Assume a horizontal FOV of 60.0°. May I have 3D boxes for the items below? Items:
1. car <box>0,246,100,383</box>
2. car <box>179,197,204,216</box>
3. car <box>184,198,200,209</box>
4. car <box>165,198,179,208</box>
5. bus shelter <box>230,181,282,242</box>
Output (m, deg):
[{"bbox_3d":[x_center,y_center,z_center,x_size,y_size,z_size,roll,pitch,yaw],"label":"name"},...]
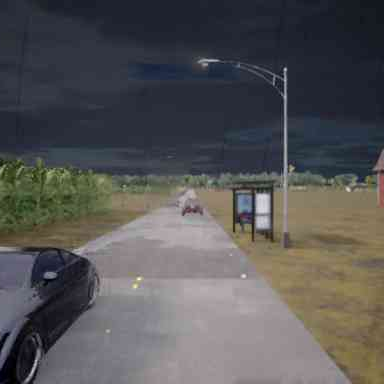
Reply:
[{"bbox_3d":[-2.850,1.568,5.061,1.994,1.385,4.181,0,0,0],"label":"car"},{"bbox_3d":[0.063,1.393,33.493,2.097,1.767,4.553,0,0,0],"label":"car"},{"bbox_3d":[0.045,1.565,46.602,2.128,1.511,4.902,0,0,1],"label":"car"},{"bbox_3d":[-2.813,1.589,48.591,1.837,1.490,4.892,0,-1,0],"label":"car"},{"bbox_3d":[3.128,0.891,17.076,1.920,2.740,3.880,0,0,0],"label":"bus shelter"}]
